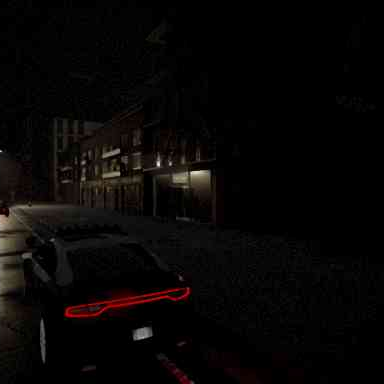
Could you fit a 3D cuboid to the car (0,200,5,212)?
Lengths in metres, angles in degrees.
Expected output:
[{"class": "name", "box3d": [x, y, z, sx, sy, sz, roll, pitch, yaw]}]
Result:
[{"class": "car", "box3d": [-22.980, 1.590, 38.904, 1.895, 1.301, 4.718, 0, 0, -30]}]

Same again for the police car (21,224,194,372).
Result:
[{"class": "police car", "box3d": [-1.904, 1.425, 6.054, 1.930, 1.638, 5.238, 0, 0, -31]}]

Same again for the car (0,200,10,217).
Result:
[{"class": "car", "box3d": [-17.800, 1.593, 30.371, 1.895, 1.301, 4.718, 0, 0, -31]}]
